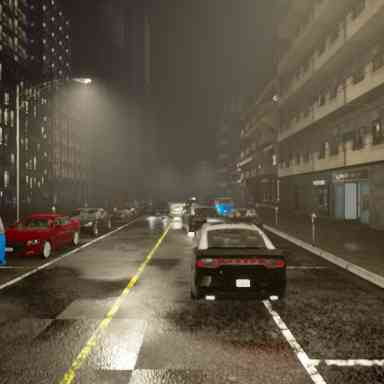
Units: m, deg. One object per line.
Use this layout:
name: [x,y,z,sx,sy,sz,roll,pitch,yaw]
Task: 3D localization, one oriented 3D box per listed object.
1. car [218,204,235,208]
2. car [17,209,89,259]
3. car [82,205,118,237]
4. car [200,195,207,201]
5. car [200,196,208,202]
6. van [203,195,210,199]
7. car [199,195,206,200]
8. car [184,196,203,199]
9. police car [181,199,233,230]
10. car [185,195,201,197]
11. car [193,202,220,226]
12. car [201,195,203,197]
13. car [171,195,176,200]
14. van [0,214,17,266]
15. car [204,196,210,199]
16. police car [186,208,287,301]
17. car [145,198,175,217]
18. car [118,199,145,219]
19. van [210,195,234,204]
car: [2.727,1.549,18.071,2.008,1.369,4.403,0,0,0]
car: [-5.666,1.543,12.567,1.887,1.381,4.507,0,0,0]
car: [-5.654,1.564,18.090,1.947,1.339,4.313,0,0,0]
car: [2.876,1.585,84.515,1.752,1.417,4.829,0,0,0]
car: [2.865,1.576,78.991,1.752,1.417,4.829,0,0,0]
van: [2.789,1.355,45.684,1.690,1.788,3.998,0,0,0]
car: [2.901,1.624,95.391,1.887,1.381,4.507,0,0,0]
car: [0.129,1.613,44.105,1.895,1.301,4.718,0,0,1]
police car: [0.503,1.423,18.414,1.930,1.638,5.238,0,0,-8]
car: [0.128,1.587,56.250,1.994,1.385,4.181,0,0,0]
car: [0.954,1.526,24.405,1.812,1.442,4.674,0,0,0]
car: [2.852,1.608,73.299,1.947,1.339,4.313,0,0,0]
car: [-5.479,1.645,95.410,1.947,1.339,4.313,0,0,0]
van: [-5.679,1.340,7.044,1.690,1.788,3.998,0,0,0]
car: [2.777,1.554,40.161,1.887,1.381,4.507,0,0,0]
police car: [0.918,1.424,8.514,1.930,1.638,5.238,0,0,0]
car: [-3.024,1.551,32.188,2.033,1.411,5.357,0,0,0]
car: [-5.629,1.442,29.137,1.967,1.590,4.097,0,0,0]
van: [2.751,1.343,29.117,1.690,1.788,3.998,0,0,0]
